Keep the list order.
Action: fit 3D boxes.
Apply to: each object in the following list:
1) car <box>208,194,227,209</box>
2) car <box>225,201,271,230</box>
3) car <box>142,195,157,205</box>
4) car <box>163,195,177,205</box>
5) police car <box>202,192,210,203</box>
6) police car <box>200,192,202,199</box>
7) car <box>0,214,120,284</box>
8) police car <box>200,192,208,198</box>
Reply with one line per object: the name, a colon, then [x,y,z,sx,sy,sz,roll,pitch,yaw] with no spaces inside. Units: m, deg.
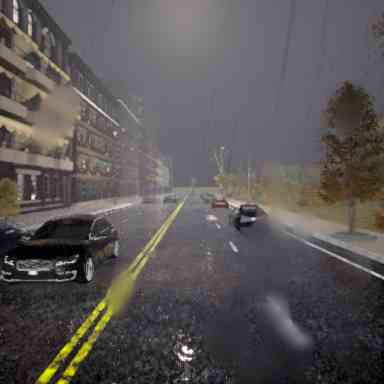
car: [3.344,1.273,40.823,1.994,1.385,4.181,0,0,0]
car: [3.347,1.421,19.956,1.994,1.385,4.181,0,0,0]
car: [-6.556,1.180,51.900,2.033,1.411,5.357,0,0,1]
car: [-3.316,1.199,51.576,1.994,1.385,4.181,0,0,0]
police car: [3.241,1.099,57.356,2.038,1.542,4.974,0,0,0]
police car: [3.240,1.022,68.357,2.038,1.542,4.974,0,0,0]
car: [-3.350,1.437,9.433,1.837,1.490,4.892,0,0,0]
police car: [3.236,0.787,90.466,1.930,1.638,5.238,0,0,0]
